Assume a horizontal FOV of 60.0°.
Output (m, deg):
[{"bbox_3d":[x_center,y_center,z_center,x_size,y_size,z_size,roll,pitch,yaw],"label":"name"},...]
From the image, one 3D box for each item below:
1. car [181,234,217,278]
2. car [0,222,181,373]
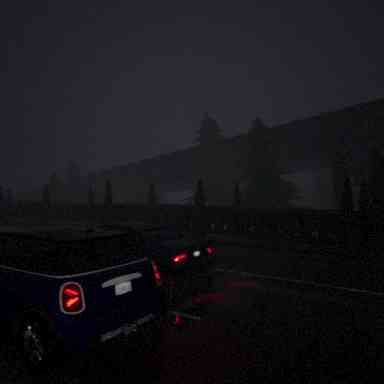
[{"bbox_3d":[-1.915,1.583,9.654,5.357,1.411,2.033,0,0,35],"label":"car"},{"bbox_3d":[-2.694,1.380,5.912,4.553,1.767,2.097,0,0,35],"label":"car"}]
